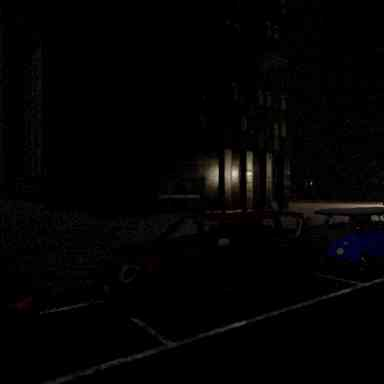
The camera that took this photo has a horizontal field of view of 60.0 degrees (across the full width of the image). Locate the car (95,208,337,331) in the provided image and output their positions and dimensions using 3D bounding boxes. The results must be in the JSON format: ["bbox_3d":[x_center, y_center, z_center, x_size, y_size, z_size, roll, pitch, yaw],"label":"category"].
[{"bbox_3d":[0.601,1.324,7.080,5.009,1.841,2.192,0,0,-36],"label":"car"}]

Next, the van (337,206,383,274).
[{"bbox_3d":[5.223,1.360,10.377,3.998,1.788,1.690,0,0,-36],"label":"van"}]

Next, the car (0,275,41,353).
[{"bbox_3d":[-4.021,1.580,3.781,4.206,1.307,1.802,0,0,-36],"label":"car"}]
